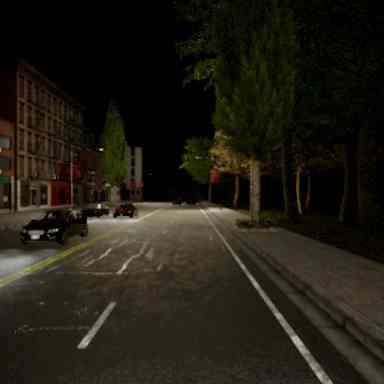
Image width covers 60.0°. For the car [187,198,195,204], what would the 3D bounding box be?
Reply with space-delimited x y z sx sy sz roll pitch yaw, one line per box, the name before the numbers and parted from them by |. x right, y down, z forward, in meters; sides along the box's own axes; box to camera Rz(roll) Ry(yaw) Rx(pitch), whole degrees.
car | -0.193 2.271 85.168 1.994 1.385 4.181 0 0 0

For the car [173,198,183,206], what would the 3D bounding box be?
car | -3.421 2.335 75.574 2.033 1.411 5.357 0 0 0

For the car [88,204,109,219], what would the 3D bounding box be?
car | -9.830 1.904 34.142 2.033 1.411 5.357 0 -1 0

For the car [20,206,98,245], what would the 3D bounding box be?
car | -6.585 1.659 16.457 2.128 1.511 4.902 0 -1 0

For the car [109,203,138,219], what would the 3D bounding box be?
car | -6.587 1.872 33.384 1.812 1.442 4.674 0 -1 0

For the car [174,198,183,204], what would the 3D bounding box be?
car | -3.443 2.245 85.160 2.128 1.511 4.902 0 0 0

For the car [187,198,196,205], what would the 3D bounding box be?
car | -0.174 2.159 76.764 2.097 1.767 4.553 0 0 0
